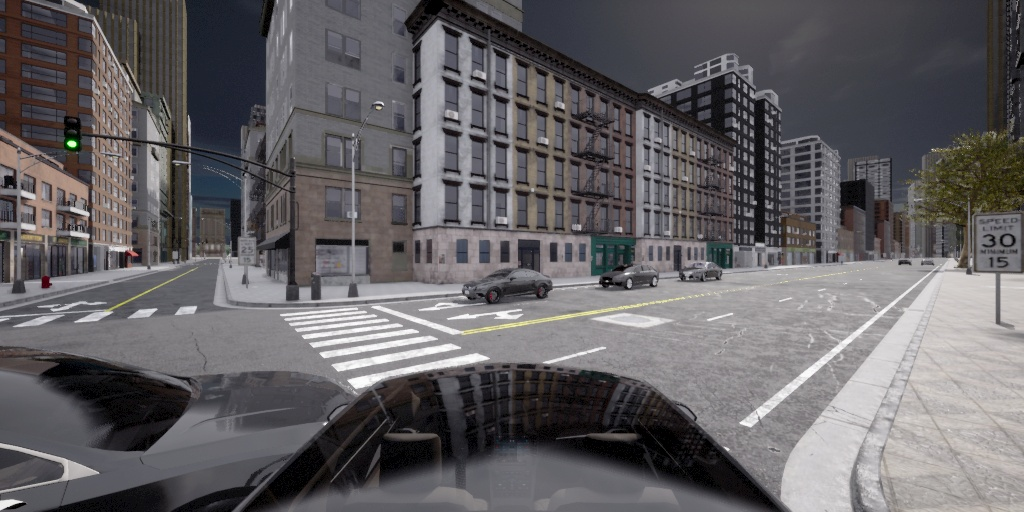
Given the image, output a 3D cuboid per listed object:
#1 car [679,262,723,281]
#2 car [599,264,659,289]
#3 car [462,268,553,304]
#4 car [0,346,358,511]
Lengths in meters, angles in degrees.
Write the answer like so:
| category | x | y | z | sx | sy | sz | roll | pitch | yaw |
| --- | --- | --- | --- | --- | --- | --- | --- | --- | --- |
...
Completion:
| category | x | y | z | sx | sy | sz | roll | pitch | yaw |
| --- | --- | --- | --- | --- | --- | --- | --- | --- | --- |
| car | 15.551 | 1.235 | 29.469 | 4.902 | 1.511 | 2.128 | 0 | 0 | -39 |
| car | 7.566 | 1.258 | 22.968 | 4.892 | 1.490 | 1.837 | 0 | 0 | -39 |
| car | -0.102 | 1.286 | 16.714 | 4.674 | 1.442 | 1.812 | 0 | 0 | -39 |
| car | -3.228 | 1.257 | 1.730 | 4.892 | 1.490 | 1.837 | 0 | 0 | -35 |
